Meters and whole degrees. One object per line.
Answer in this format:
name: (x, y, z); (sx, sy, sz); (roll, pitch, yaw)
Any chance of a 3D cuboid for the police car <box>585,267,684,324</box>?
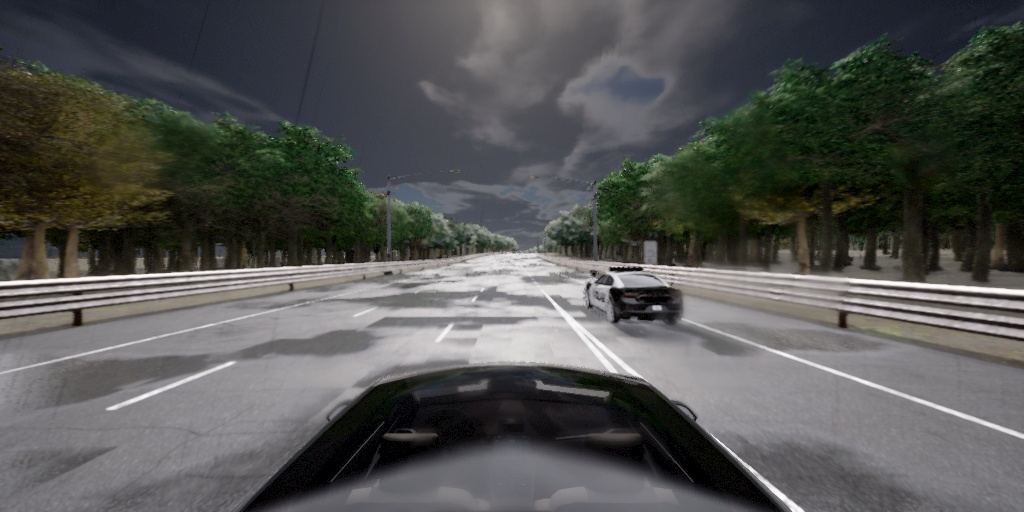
police car: (3.775, 1.176, 12.069); (1.930, 1.638, 5.238); (0, 0, -1)
